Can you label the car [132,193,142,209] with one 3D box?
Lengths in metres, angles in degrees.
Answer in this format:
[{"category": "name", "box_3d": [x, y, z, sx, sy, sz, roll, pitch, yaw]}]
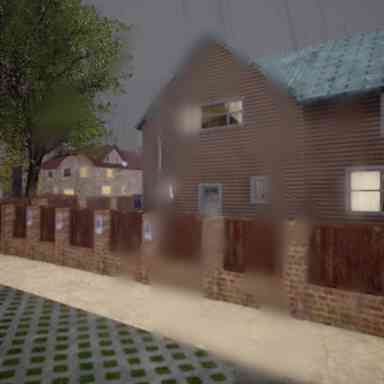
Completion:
[{"category": "car", "box_3d": [-4.160, 0.898, 31.822, 2.097, 1.767, 4.553, 0, 0, 29]}]
